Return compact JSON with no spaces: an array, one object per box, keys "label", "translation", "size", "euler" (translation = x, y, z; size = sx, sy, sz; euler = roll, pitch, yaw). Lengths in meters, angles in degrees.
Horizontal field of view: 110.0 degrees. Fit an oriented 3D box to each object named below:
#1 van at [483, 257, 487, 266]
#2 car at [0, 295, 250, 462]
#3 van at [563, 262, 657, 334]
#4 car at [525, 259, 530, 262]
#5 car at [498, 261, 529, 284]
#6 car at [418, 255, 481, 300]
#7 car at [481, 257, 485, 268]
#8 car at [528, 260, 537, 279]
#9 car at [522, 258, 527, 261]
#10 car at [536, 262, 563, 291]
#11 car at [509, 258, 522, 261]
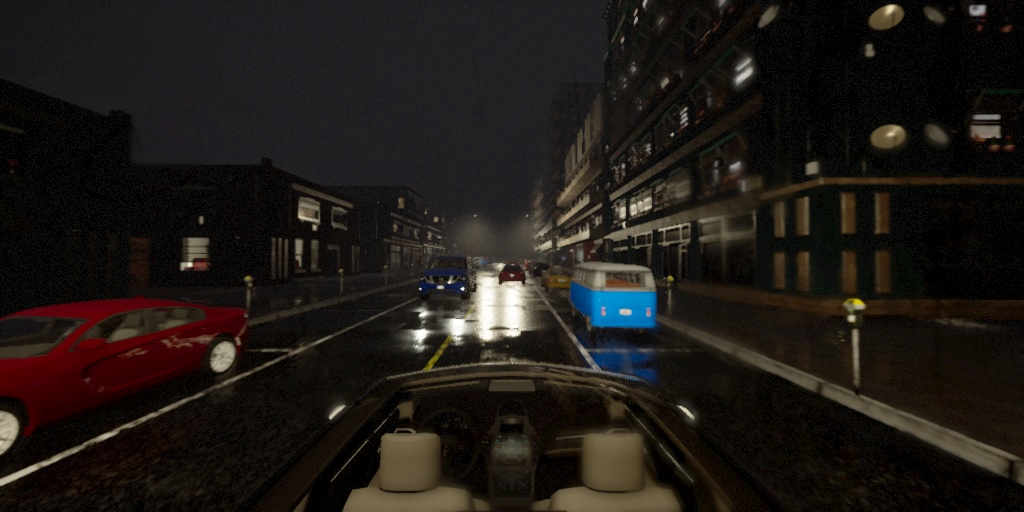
[{"label":"van","translation":[-5.713,1.072,60.537],"size":[1.690,1.789,3.998],"euler":[0,0,0]},{"label":"car","translation":[-5.691,1.296,4.734],"size":[1.888,1.381,4.507],"euler":[0,0,0]},{"label":"van","translation":[2.688,1.094,10.354],"size":[1.690,1.789,3.998],"euler":[0,0,0]},{"label":"car","translation":[2.677,1.314,38.258],"size":[1.948,1.339,4.313],"euler":[0,0,0]},{"label":"car","translation":[0.028,1.317,27.022],"size":[1.994,1.385,4.181],"euler":[0,0,1]},{"label":"car","translation":[-3.013,0.974,17.923],"size":[2.150,2.045,5.566],"euler":[0,0,0]},{"label":"car","translation":[-5.711,1.302,54.956],"size":[1.948,1.339,4.313],"euler":[0,0,0]},{"label":"car","translation":[2.679,1.316,32.678],"size":[1.948,1.339,4.313],"euler":[0,0,0]},{"label":"car","translation":[2.673,1.286,49.421],"size":[1.888,1.381,4.507],"euler":[0,0,0]},{"label":"car","translation":[2.683,1.279,21.685],"size":[1.751,1.417,4.829],"euler":[0,0,0]},{"label":"car","translation":[0.067,1.268,46.110],"size":[1.812,1.442,4.674],"euler":[0,0,0]}]
